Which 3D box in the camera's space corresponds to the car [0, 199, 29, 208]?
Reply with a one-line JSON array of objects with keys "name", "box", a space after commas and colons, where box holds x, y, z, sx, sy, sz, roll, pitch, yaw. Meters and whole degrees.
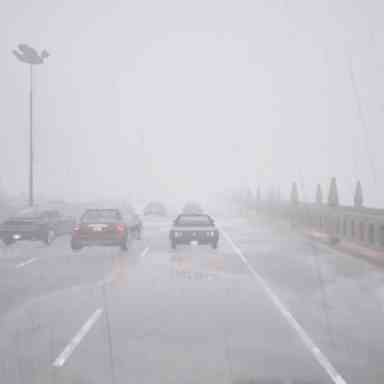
[{"name": "car", "box": [-17.632, 1.528, 34.670, 1.812, 1.442, 4.674, 0, 0, 0]}]

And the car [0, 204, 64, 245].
[{"name": "car", "box": [-6.917, 1.506, 15.551, 1.837, 1.490, 4.892, 0, 0, 0]}]

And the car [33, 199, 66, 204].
[{"name": "car", "box": [-14.133, 1.507, 33.723, 1.837, 1.490, 4.892, 0, 0, 0]}]

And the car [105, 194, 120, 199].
[{"name": "car", "box": [-17.590, 1.338, 75.298, 2.097, 1.767, 4.553, 0, 0, 0]}]

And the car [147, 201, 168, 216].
[{"name": "car", "box": [-3.437, 1.563, 32.126, 1.994, 1.385, 4.181, 0, 0, 0]}]

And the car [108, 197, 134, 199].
[{"name": "car", "box": [-6.951, 1.525, 32.612, 1.812, 1.442, 4.674, 0, 0, 0]}]

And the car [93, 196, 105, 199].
[{"name": "car", "box": [-21.091, 1.577, 75.650, 1.895, 1.301, 4.718, 0, 0, 0]}]

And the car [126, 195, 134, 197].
[{"name": "car", "box": [-14.090, 1.507, 75.272, 2.128, 1.511, 4.902, 0, 0, 0]}]

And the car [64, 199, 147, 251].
[{"name": "car", "box": [-3.416, 1.352, 14.143, 2.097, 1.767, 4.553, 0, 0, 0]}]

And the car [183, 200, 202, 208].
[{"name": "car", "box": [0.049, 1.523, 32.535, 1.812, 1.442, 4.674, 0, 0, 0]}]

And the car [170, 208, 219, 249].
[{"name": "car", "box": [0.085, 1.600, 14.629, 1.895, 1.301, 4.718, 0, 0, 0]}]
